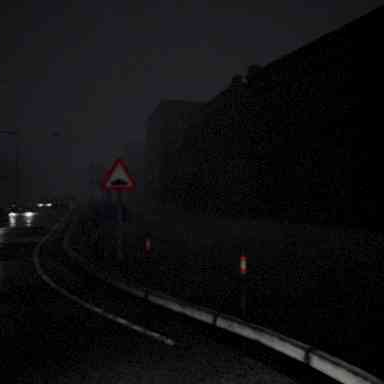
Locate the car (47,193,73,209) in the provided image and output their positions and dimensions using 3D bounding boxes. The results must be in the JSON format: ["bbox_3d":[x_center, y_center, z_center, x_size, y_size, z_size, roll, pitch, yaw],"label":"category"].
[{"bbox_3d":[-16.154,1.253,40.983,2.033,1.411,5.357,0,1,-17],"label":"car"}]

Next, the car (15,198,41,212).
[{"bbox_3d":[-17.813,1.341,35.527,1.812,1.442,4.674,0,1,-17],"label":"car"}]

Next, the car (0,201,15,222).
[{"bbox_3d":[-14.126,1.538,23.276,1.812,1.442,4.674,0,1,-17],"label":"car"}]

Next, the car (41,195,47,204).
[{"bbox_3d":[-22.965,1.183,52.741,2.033,1.411,5.357,0,0,-17],"label":"car"}]

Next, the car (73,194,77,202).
[{"bbox_3d":[-22.884,1.070,63.127,1.837,1.490,4.892,0,-1,-16],"label":"car"}]
